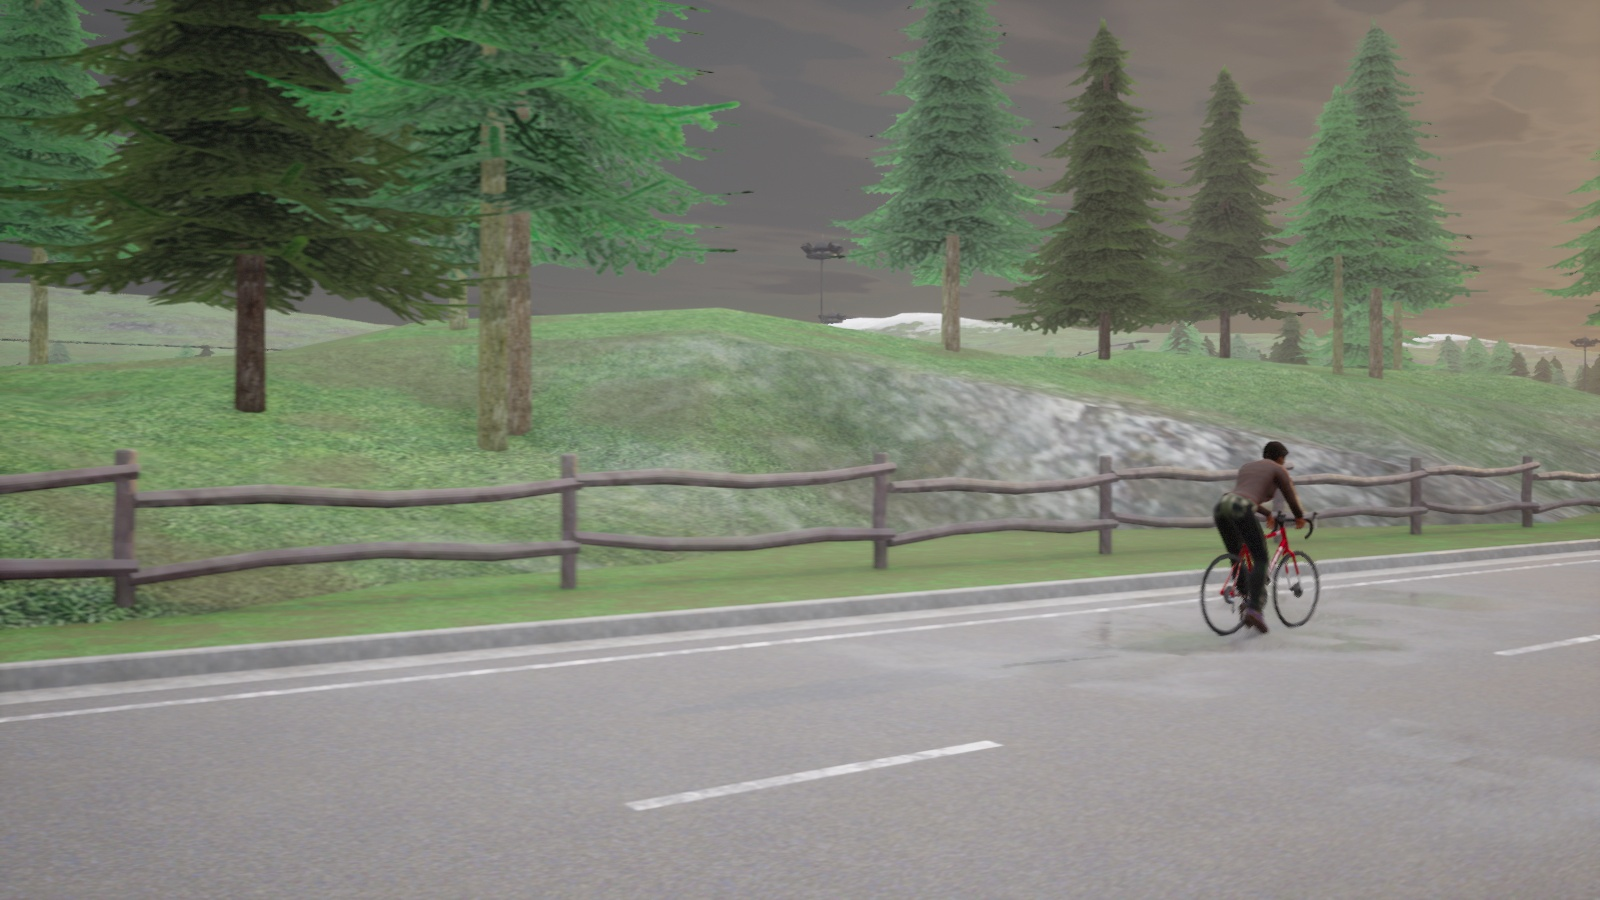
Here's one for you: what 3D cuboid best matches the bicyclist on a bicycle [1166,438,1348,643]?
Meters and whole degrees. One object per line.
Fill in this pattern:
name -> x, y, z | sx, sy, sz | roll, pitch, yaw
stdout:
bicyclist on a bicycle -> 3.882, 0.730, 10.625 | 1.656, 1.620, 0.582 | 1, -1, -35
